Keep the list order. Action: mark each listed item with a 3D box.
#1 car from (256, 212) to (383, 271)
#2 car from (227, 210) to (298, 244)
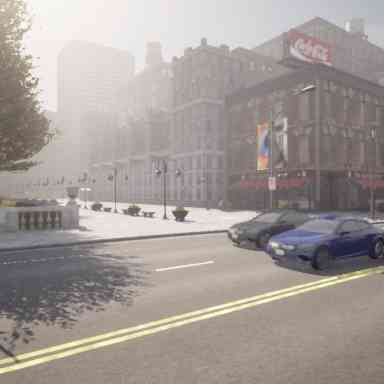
[{"bbox_3d":[4.590,1.526,11.017,4.674,1.442,1.812,0,0,-31],"label":"car"},{"bbox_3d":[3.742,1.525,14.553,4.674,1.442,1.812,0,0,-30],"label":"car"}]
